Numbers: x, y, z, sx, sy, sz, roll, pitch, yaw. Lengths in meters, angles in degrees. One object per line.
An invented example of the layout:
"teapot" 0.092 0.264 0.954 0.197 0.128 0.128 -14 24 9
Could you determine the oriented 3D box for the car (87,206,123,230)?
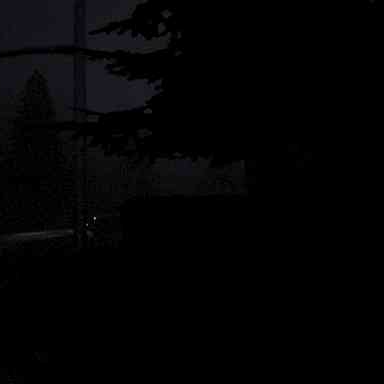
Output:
"car" -4.909 1.584 21.312 1.895 1.301 4.718 0 0 36
